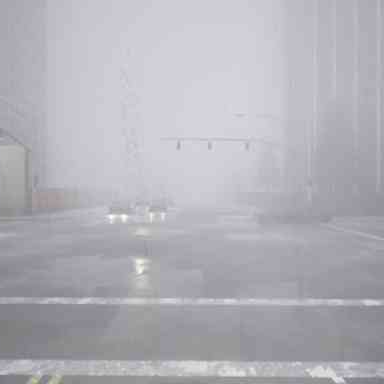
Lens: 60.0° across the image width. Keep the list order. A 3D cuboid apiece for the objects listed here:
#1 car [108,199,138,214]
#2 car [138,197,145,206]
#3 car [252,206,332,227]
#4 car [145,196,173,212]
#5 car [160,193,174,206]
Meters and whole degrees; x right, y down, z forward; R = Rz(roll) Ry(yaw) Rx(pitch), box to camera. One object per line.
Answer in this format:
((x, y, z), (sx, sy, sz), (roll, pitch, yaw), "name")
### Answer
((-7.154, 1.495, 33.967), (1.994, 1.385, 4.181), (0, 0, -1), "car")
((-7.155, 1.426, 48.916), (1.812, 1.442, 4.674), (0, 0, 0), "car")
((6.348, 1.535, 21.488), (4.718, 1.301, 1.895), (0, 0, 0), "car")
((-3.654, 1.471, 37.399), (2.033, 1.411, 5.357), (0, 0, 0), "car")
((-3.653, 1.389, 49.545), (2.128, 1.511, 4.902), (0, 0, 0), "car")
